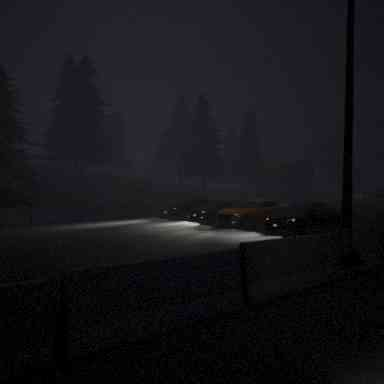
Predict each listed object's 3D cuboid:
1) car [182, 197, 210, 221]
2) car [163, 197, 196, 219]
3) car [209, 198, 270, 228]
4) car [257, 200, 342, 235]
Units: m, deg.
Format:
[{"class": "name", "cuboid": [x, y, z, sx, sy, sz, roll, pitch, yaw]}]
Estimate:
[{"class": "car", "cuboid": [1.795, 1.236, 22.461, 4.181, 1.385, 1.994, -2, 1, -35]}, {"class": "car", "cuboid": [0.080, 1.154, 25.536, 4.902, 1.511, 2.128, -2, 1, -35]}, {"class": "car", "cuboid": [3.708, 1.153, 19.527, 5.008, 1.535, 1.882, -2, 1, -35]}, {"class": "car", "cuboid": [5.708, 1.202, 16.655, 4.674, 1.442, 1.812, -2, 1, -35]}]
